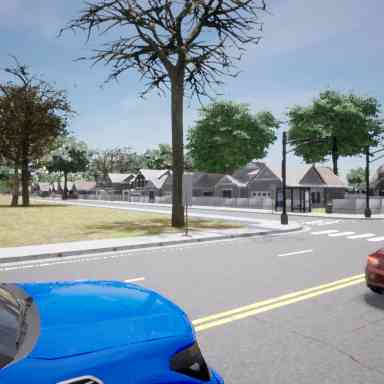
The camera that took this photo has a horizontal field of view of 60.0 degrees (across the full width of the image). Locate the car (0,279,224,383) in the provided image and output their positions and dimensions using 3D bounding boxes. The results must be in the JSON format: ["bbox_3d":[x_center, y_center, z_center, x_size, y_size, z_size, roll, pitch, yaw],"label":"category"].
[{"bbox_3d":[-2.399,1.222,1.730,5.566,2.045,2.150,0,0,-36],"label":"car"}]

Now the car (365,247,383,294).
[{"bbox_3d":[5.677,1.525,7.464,4.674,1.442,1.812,0,0,-36],"label":"car"}]
